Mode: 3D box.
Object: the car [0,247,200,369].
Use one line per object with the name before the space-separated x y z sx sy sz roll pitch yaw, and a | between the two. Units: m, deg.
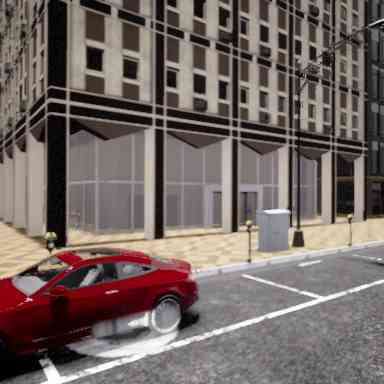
car | -1.802 1.593 5.277 4.206 1.307 1.802 1 -1 -36
